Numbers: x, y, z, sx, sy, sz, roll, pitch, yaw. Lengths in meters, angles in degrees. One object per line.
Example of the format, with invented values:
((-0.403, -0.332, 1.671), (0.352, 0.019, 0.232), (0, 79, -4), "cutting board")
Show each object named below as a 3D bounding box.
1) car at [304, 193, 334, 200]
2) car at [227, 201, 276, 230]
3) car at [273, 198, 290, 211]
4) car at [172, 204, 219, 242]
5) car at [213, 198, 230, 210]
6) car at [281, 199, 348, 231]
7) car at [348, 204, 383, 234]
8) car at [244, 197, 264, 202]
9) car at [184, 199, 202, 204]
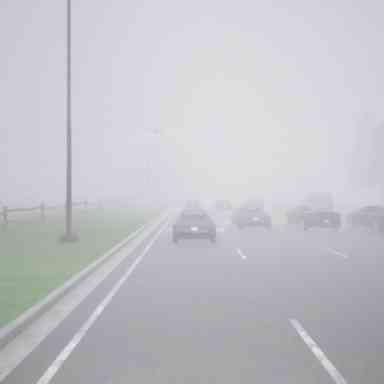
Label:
((14.100, 1.089, 37.644), (2.150, 2.045, 5.566), (0, 0, 0), "car")
((3.604, 1.491, 20.788), (1.994, 1.385, 4.181), (0, 0, 0), "car")
((10.578, 1.390, 38.536), (1.812, 1.442, 4.674), (0, 0, 0), "car")
((0.102, 1.508, 15.945), (1.994, 1.385, 4.181), (0, 0, 0), "car")
((3.597, 1.427, 38.985), (1.994, 1.385, 4.181), (0, 0, 0), "car")
((7.103, 1.407, 19.979), (1.882, 1.535, 5.008), (0, 0, 0), "car")
((10.602, 1.438, 18.891), (1.837, 1.490, 4.892), (0, 0, 0), "car")
((7.098, 1.357, 38.187), (2.128, 1.511, 4.902), (0, 0, 0), "car")
((0.104, 1.426, 34.754), (2.033, 1.411, 5.357), (0, 0, 0), "car")
